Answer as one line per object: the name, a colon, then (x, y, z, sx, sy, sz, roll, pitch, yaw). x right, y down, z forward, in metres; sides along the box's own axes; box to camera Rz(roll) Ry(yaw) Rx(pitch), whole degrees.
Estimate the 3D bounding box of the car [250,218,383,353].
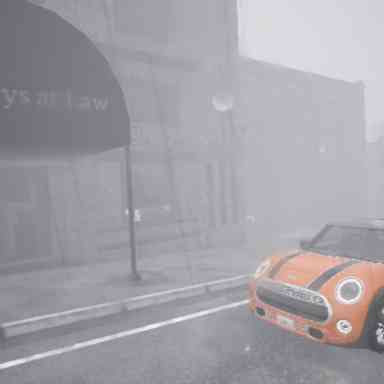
car: (3.222, 1.335, 6.252, 4.553, 1.767, 2.097, 0, 0, -35)
